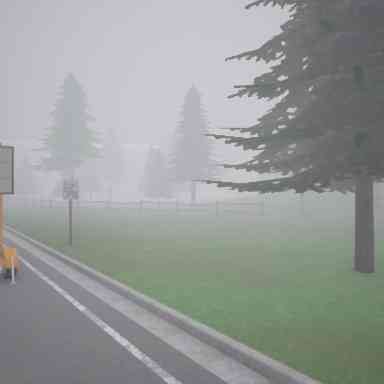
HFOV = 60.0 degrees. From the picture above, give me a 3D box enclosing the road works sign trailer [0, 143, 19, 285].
[{"bbox_3d":[-5.981,0.464,8.596,2.380,3.560,2.880,0,0,-37],"label":"road works sign trailer"}]
